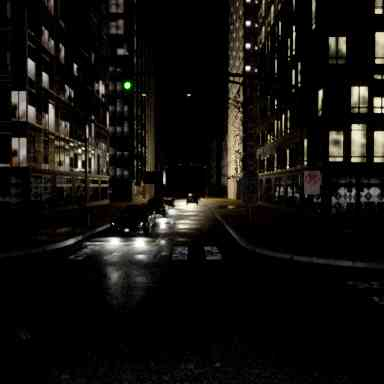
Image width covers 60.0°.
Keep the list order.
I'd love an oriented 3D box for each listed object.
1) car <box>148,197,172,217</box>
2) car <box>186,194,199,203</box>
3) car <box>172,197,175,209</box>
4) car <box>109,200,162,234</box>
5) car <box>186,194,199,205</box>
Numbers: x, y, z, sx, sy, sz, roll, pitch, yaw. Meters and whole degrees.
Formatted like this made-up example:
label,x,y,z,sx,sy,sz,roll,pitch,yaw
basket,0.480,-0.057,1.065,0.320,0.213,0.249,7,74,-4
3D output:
label,x,y,z,sx,sy,sz,roll,pitch,yaw
car,-3.066,1.281,28.594,1.837,1.490,4.892,0,0,0
car,0.057,1.076,59.744,2.128,1.511,4.902,0,0,0
car,-3.051,1.298,40.561,1.895,1.301,4.718,0,0,0
car,-3.080,1.393,18.364,2.033,1.411,5.357,0,0,0
car,0.047,1.195,49.328,2.033,1.411,5.357,0,0,0
